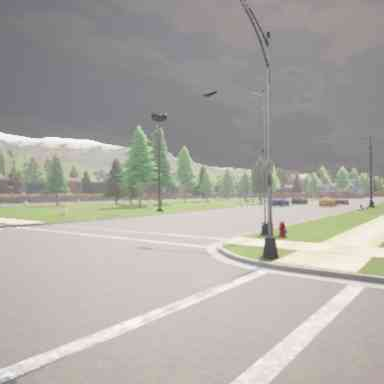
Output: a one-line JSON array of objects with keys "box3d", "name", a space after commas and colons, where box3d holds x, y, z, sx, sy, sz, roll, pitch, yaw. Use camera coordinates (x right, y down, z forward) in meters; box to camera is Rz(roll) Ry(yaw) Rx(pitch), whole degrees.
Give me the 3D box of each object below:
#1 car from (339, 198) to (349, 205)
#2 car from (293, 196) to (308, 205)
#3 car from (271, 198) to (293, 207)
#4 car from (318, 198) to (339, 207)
[{"box3d": [28.315, 1.771, 63.087, 1.895, 1.301, 4.718, -1, 0, 36], "name": "car"}, {"box3d": [20.984, 1.597, 64.890, 2.097, 1.767, 4.553, -1, 0, 36], "name": "car"}, {"box3d": [15.052, 1.720, 56.652, 1.882, 1.535, 5.008, -1, 0, 36], "name": "car"}, {"box3d": [22.223, 1.644, 54.632, 1.882, 1.535, 5.008, -1, 0, 35], "name": "car"}]
